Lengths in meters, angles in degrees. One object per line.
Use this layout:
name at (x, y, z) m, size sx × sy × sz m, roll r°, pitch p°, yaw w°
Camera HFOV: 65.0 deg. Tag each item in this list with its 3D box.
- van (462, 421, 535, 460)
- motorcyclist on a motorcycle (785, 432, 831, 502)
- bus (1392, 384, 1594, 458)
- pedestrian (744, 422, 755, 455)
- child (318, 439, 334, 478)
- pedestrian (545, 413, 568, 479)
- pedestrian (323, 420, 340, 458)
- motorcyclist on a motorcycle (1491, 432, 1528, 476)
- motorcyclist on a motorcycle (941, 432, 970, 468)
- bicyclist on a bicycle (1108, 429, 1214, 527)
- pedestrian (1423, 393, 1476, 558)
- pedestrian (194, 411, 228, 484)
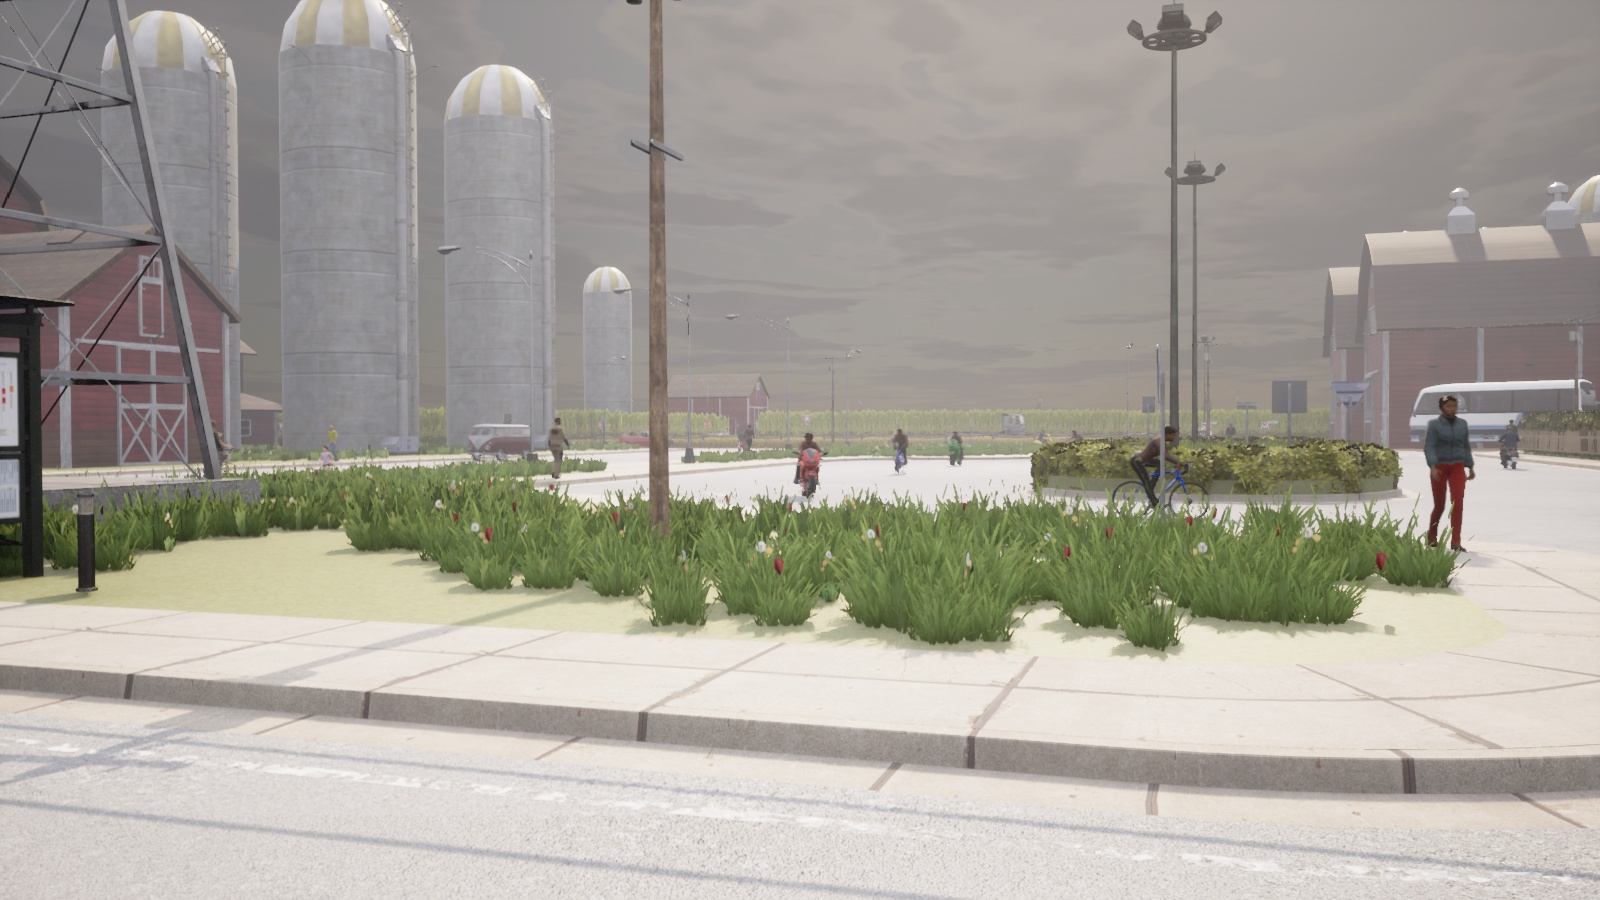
van at (-16.150, -0.537, 67.552) m, size 1.775 × 1.987 × 4.442 m, roll 0°, pitch 1°, yaw 18°
motorcyclist on a motorcycle at (0.170, 0.357, 28.694) m, size 0.797 × 1.523 × 2.044 m, roll 2°, pitch 1°, yaw -6°
bus at (43.185, -1.750, 78.596) m, size 3.944 × 4.253 × 10.273 m, roll 1°, pitch 0°, yaw -42°
pedestrian at (-2.837, -0.636, 70.258) m, size 0.328 × 1.805 × 0.869 m, roll 0°, pitch 1°, yaw 17°
child at (-13.708, 0.246, 36.310) m, size 0.255 × 1.110 × 0.394 m, roll 0°, pitch 1°, yaw 13°
pedestrian at (-7.116, -0.122, 36.740) m, size 0.396 × 1.930 × 0.692 m, roll 0°, pitch 1°, yaw 16°
pedestrian at (-22.417, -0.536, 60.101) m, size 0.354 × 1.836 × 0.706 m, roll 1°, pitch 1°, yaw 21°
motorcyclist on a motorcycle at (26.354, 0.125, 46.669) m, size 0.866 × 1.590 × 1.817 m, roll 0°, pitch 1°, yaw 18°
motorcyclist on a motorcycle at (6.637, -0.016, 53.525) m, size 0.797 × 1.523 × 2.044 m, roll 1°, pitch 1°, yaw 19°
bicyclist on a bicycle at (6.196, 0.458, 21.583) m, size 1.656 × 1.620 × 0.582 m, roll 1°, pitch 1°, yaw 27°
pedestrian at (7.441, 0.278, 14.393) m, size 0.353 × 1.847 × 0.614 m, roll 0°, pitch 1°, yaw 10°
pedestrian at (-15.178, -0.076, 32.373) m, size 0.376 × 1.854 × 0.720 m, roll 0°, pitch 1°, yaw 19°
